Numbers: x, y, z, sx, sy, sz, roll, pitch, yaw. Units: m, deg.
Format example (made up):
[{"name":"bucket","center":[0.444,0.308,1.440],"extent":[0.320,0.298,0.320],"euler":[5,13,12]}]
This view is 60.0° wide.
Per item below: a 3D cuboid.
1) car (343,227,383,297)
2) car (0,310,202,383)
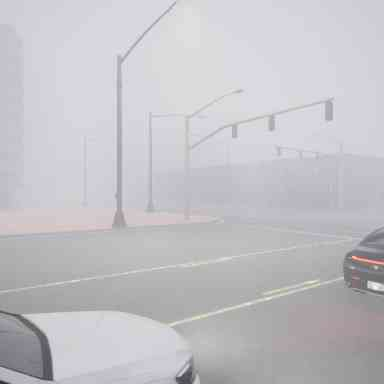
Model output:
[{"name":"car","center":[5.399,1.505,7.590],"extent":[4.892,1.490,1.837],"euler":[0,0,-35]},{"name":"car","center":[-2.080,1.526,2.264],"extent":[4.674,1.442,1.812],"euler":[0,0,-35]}]
